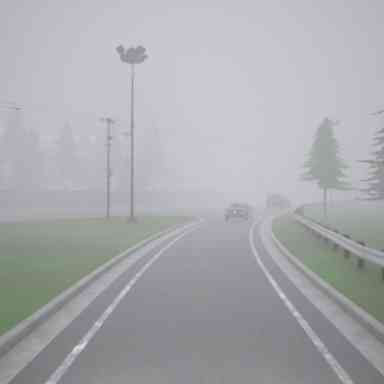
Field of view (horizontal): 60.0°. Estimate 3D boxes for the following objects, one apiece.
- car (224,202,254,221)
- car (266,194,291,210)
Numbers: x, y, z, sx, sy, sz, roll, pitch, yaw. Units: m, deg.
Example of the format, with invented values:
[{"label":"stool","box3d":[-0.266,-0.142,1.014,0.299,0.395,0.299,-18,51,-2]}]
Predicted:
[{"label":"car","box3d":[4.004,1.575,27.703,2.033,1.411,5.357,0,0,17]},{"label":"car","box3d":[11.647,1.283,44.601,2.150,2.045,5.566,0,0,31]}]
